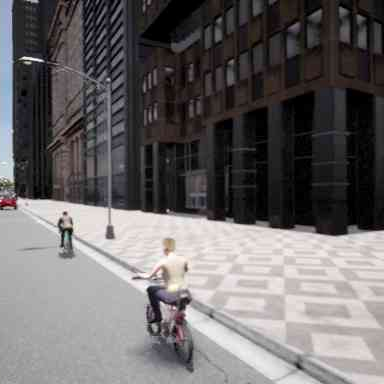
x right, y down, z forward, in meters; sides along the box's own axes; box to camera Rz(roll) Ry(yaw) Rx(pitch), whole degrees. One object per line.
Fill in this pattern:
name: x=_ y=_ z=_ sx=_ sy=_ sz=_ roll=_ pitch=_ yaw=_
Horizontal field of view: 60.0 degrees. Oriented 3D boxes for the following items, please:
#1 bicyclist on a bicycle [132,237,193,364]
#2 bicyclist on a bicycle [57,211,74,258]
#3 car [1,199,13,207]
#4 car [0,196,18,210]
bicyclist on a bicycle: x=-0.372 y=1.449 z=4.803 sx=0.866 sy=1.612 sz=1.509 roll=-1 pitch=0 yaw=-30
bicyclist on a bicycle: x=-4.601 y=1.529 z=12.153 sx=0.582 sy=1.620 sz=1.656 roll=-1 pitch=0 yaw=-30
car: x=-36.044 y=2.104 z=64.620 sx=1.895 sy=1.301 sz=4.718 roll=-1 pitch=0 yaw=-30
car: x=-27.952 y=1.625 z=50.894 sx=2.150 sy=2.045 sz=5.566 roll=-1 pitch=0 yaw=-30
